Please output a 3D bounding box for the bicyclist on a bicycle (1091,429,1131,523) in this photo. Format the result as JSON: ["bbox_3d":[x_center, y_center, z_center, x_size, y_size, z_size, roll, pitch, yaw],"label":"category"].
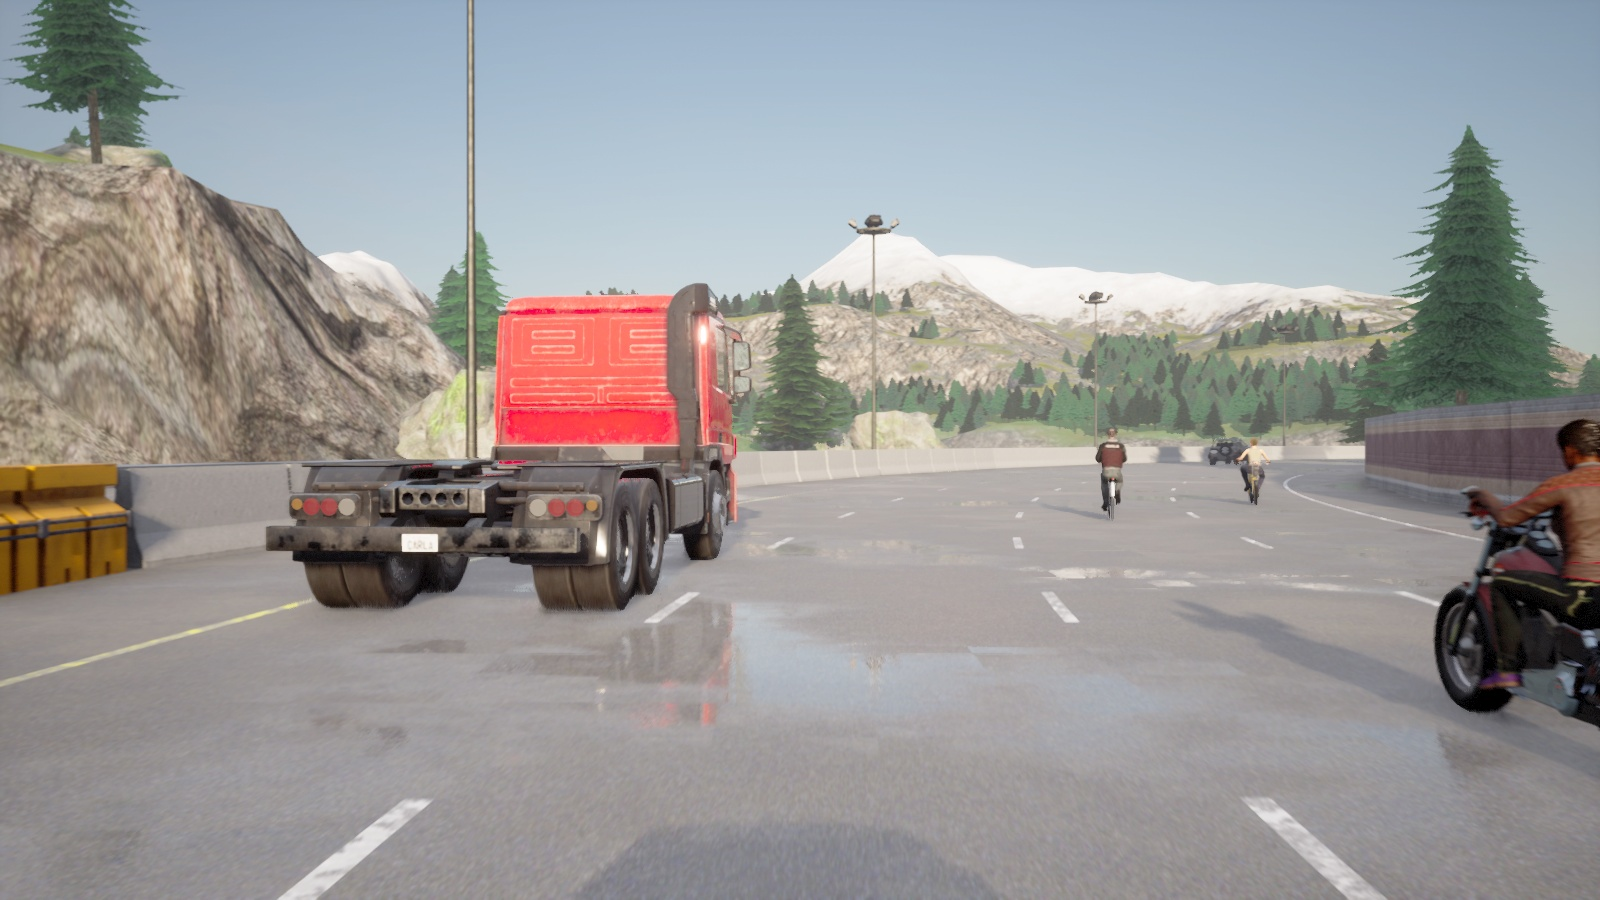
[{"bbox_3d":[6.112,0.484,24.738,0.659,1.776,1.843,1,1,11],"label":"bicyclist on a bicycle"}]

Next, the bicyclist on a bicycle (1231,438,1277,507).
[{"bbox_3d":[10.982,0.524,30.422,0.866,1.612,1.509,0,0,14],"label":"bicyclist on a bicycle"}]

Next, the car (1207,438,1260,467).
[{"bbox_3d":[28.606,0.129,82.733,1.932,1.855,4.605,0,0,38],"label":"car"}]

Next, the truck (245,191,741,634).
[{"bbox_3d":[-2.645,-0.317,13.914,2.891,3.462,7.936,0,0,5],"label":"truck"}]

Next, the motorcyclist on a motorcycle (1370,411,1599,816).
[{"bbox_3d":[3.715,0.666,6.265,0.766,1.649,2.350,1,0,3],"label":"motorcyclist on a motorcycle"}]
